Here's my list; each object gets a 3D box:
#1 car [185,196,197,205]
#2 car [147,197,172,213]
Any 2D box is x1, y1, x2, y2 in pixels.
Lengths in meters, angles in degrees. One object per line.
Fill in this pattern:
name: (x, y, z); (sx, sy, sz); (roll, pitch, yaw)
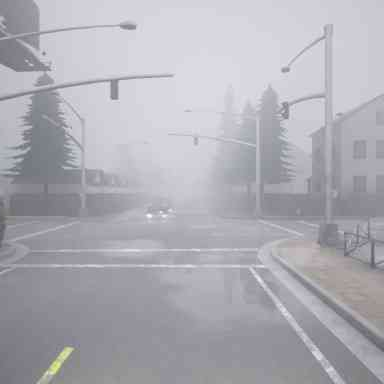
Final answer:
car: (-0.140, 1.491, 59.194); (2.128, 1.511, 4.902); (0, 0, 0)
car: (-3.686, 1.352, 36.990); (2.097, 1.767, 4.553); (0, 0, 0)
